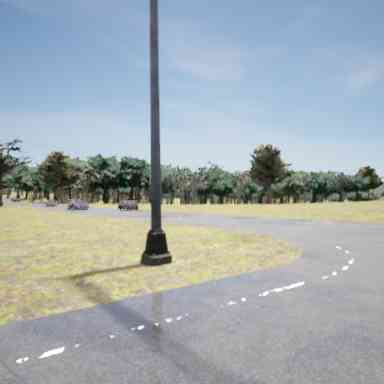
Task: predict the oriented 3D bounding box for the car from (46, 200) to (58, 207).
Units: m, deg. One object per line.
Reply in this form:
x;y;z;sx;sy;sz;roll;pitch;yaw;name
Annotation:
-30.587;2.467;72.625;2.097;1.767;4.553;2;-2;-28;car

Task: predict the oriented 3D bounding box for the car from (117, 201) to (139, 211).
-10.155;2.218;52.465;2.128;1.511;4.902;2;-2;-36;car

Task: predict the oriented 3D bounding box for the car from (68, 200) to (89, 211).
-17.101;1.946;50.186;2.097;1.767;4.553;2;-2;-35;car
